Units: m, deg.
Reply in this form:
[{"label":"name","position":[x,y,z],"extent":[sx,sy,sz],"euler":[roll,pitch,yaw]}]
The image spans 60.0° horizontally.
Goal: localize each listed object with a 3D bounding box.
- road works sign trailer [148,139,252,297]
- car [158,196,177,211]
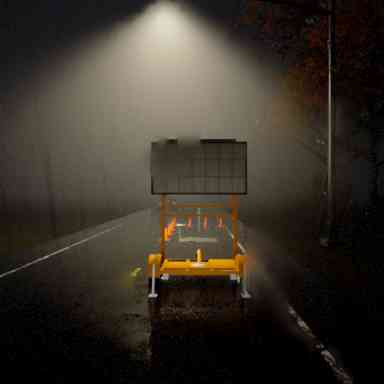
[{"label":"road works sign trailer","position":[0.181,0.462,8.519],"extent":[2.380,3.560,2.880],"euler":[0,0,1]},{"label":"car","position":[-2.913,1.334,40.521],"extent":[2.097,1.767,4.553],"euler":[0,0,1]}]
